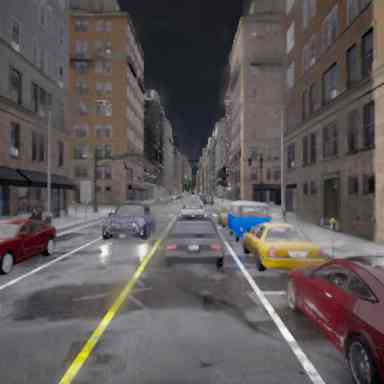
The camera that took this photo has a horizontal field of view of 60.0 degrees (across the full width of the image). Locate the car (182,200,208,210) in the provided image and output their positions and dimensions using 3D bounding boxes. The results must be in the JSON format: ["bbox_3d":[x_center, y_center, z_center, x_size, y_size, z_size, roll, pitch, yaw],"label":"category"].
[{"bbox_3d":[0.162,1.633,27.929,1.895,1.301,4.718,0,0,3],"label":"car"}]

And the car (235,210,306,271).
[{"bbox_3d":[2.673,1.538,10.704,1.752,1.417,4.829,1,0,0],"label":"car"}]

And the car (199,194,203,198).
[{"bbox_3d":[3.111,1.622,70.605,2.008,1.369,4.403,1,0,1],"label":"car"}]

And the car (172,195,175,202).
[{"bbox_3d":[-5.413,1.624,70.705,2.008,1.369,4.403,1,0,1],"label":"car"}]

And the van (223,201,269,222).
[{"bbox_3d":[2.674,1.360,16.208,1.690,1.788,3.998,1,0,0],"label":"van"}]

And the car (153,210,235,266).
[{"bbox_3d":[0.063,1.561,11.522,2.033,1.411,5.357,0,0,0],"label":"car"}]

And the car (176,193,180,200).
[{"bbox_3d":[-5.139,1.615,92.651,1.752,1.417,4.829,1,0,1],"label":"car"}]

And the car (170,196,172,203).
[{"bbox_3d":[-5.483,1.634,65.176,1.947,1.339,4.313,1,0,1],"label":"car"}]

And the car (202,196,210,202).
[{"bbox_3d":[3.181,1.621,76.136,1.887,1.381,4.507,1,0,1],"label":"car"}]

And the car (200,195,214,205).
[{"bbox_3d":[2.974,1.628,59.545,1.947,1.339,4.313,1,0,1],"label":"car"}]

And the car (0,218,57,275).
[{"bbox_3d":[-5.853,1.557,10.535,1.887,1.381,4.507,1,0,0],"label":"car"}]

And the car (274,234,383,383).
[{"bbox_3d":[2.674,1.588,4.861,1.802,1.307,4.206,1,0,0],"label":"car"}]

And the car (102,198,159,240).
[{"bbox_3d":[-3.090,1.372,17.041,2.097,1.767,4.553,0,0,0],"label":"car"}]

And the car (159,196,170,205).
[{"bbox_3d":[-5.552,1.646,59.647,1.802,1.307,4.206,1,0,1],"label":"car"}]
